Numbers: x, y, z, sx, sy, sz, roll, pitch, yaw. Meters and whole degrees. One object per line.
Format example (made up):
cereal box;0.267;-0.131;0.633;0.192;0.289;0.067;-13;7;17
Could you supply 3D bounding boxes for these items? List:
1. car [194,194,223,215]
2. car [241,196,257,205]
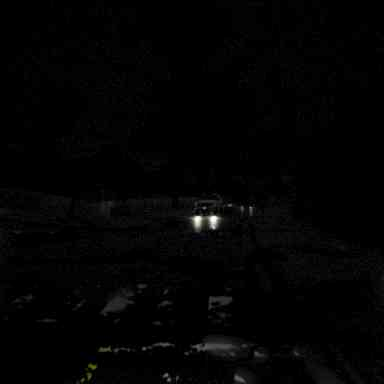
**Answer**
car;1.838;1.184;34.222;2.150;2.045;5.566;0;0;14
car;9.742;1.500;56.728;1.837;1.490;4.892;0;-1;24
